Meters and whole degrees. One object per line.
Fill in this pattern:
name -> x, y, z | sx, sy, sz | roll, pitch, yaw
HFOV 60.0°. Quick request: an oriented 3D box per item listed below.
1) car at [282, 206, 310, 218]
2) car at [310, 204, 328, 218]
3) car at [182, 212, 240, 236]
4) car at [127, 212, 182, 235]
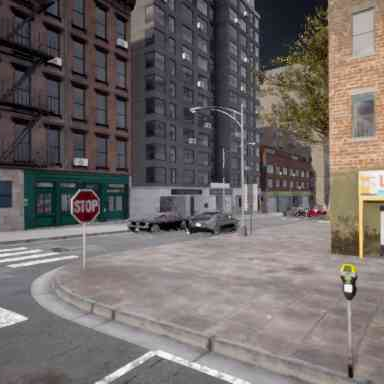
car -> 13.489, 2.618, 43.848 | 1.837, 1.490, 4.892 | -1, -2, 36
car -> 16.821, 2.479, 43.546 | 2.097, 1.767, 4.553 | -1, -2, 35
car -> 1.550, 2.021, 21.894 | 1.994, 1.385, 4.181 | -1, -2, 35
car -> -2.034, 2.031, 21.929 | 1.895, 1.301, 4.718 | -1, -2, 35
